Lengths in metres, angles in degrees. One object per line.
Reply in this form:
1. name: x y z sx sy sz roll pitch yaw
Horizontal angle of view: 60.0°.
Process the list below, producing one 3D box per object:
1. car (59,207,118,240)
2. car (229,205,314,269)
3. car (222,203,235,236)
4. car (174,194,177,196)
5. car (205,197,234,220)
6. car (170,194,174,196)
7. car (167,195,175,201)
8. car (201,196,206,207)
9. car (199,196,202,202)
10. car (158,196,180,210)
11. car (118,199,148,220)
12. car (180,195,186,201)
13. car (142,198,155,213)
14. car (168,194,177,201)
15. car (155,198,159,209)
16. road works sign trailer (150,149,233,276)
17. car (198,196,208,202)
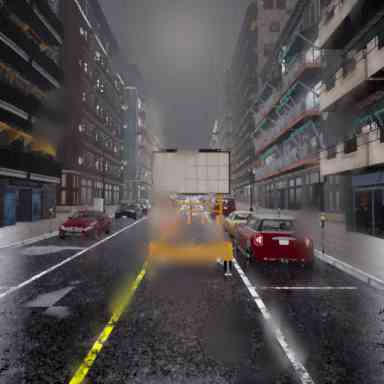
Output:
1. car: -5.290 1.593 16.978 1.802 1.307 4.206 2 0 0
2. car: 2.594 1.448 11.309 1.967 1.590 4.097 2 0 0
3. car: 2.591 1.537 17.143 1.752 1.417 4.829 2 0 0
4. car: -5.286 1.588 79.117 1.752 1.417 4.829 2 0 0
5. car: 2.598 1.334 28.302 2.192 1.841 5.009 2 0 0
6. car: -5.286 1.596 67.960 1.887 1.381 4.507 2 0 0
7. car: -5.285 1.595 84.782 1.752 1.417 4.829 2 0 0
8. car: 2.593 1.558 45.466 1.752 1.417 4.829 2 0 0
9. car: 2.592 1.608 56.625 1.947 1.339 4.313 2 0 0
10. car: -2.847 1.556 42.427 1.812 1.442 4.674 0 0 0
11. car: -5.289 1.585 28.308 1.947 1.339 4.313 2 0 0
12. car: -2.746 1.601 89.539 1.812 1.442 4.674 0 0 0
13. car: -5.284 1.464 33.972 1.967 1.590 4.097 2 0 0
14. car: -5.277 1.392 90.617 2.192 1.841 5.009 2 0 0
15. car: -5.288 1.584 45.301 2.008 1.369 4.403 2 0 0
16. road works sign trailer: -0.022 0.471 10.383 2.380 3.560 2.880 0 0 0
17. car: 2.593 1.614 79.281 2.008 1.369 4.403 2 0 0
